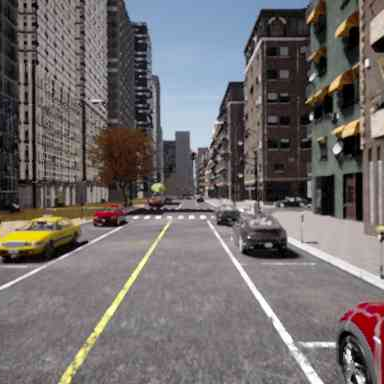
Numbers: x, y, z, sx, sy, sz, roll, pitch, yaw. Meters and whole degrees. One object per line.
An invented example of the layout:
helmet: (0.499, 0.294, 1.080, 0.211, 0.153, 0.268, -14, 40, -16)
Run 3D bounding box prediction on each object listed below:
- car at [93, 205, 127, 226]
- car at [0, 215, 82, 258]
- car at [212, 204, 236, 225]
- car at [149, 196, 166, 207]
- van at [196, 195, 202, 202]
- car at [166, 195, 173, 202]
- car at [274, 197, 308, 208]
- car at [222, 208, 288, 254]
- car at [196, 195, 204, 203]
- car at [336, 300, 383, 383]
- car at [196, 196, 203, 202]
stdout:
car: (-5.911, 1.655, 24.413, 1.887, 1.381, 4.507, 0, 0, -1)
car: (-5.809, 1.604, 13.178, 1.752, 1.417, 4.829, 0, 0, -1)
car: (2.469, 1.595, 24.489, 2.008, 1.369, 4.403, 0, 0, -1)
car: (-6.206, 1.534, 56.801, 2.192, 1.841, 5.009, -1, 0, -1)
van: (1.875, 1.625, 90.013, 1.690, 1.788, 3.998, -1, 0, -1)
car: (-6.504, 1.916, 89.936, 1.947, 1.339, 4.313, -1, 0, -1)
car: (13.028, 1.362, 43.992, 4.403, 1.369, 2.008, -1, 1, -1)
car: (2.569, 1.564, 13.424, 2.008, 1.369, 4.403, 0, 0, -1)
car: (1.977, 1.803, 78.966, 1.947, 1.339, 4.313, -1, 0, -1)
car: (2.668, 1.425, 2.359, 1.967, 1.590, 4.097, 0, 0, -1)
car: (1.925, 1.786, 84.659, 1.752, 1.417, 4.829, -1, 0, -1)
